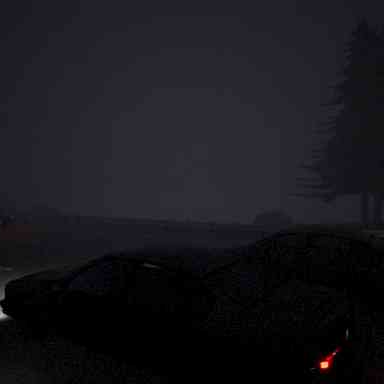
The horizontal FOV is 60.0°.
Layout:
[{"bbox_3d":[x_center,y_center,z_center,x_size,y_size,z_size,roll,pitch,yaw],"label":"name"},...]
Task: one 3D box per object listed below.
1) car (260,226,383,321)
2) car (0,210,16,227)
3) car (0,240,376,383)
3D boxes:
[{"bbox_3d":[2.471,1.445,6.967,5.357,1.411,2.033,0,1,33],"label":"car"},{"bbox_3d":[-13.238,1.554,20.567,4.718,1.301,1.895,0,1,27],"label":"car"},{"bbox_3d":[-0.516,1.502,4.780,5.357,1.411,2.033,0,1,33],"label":"car"}]
